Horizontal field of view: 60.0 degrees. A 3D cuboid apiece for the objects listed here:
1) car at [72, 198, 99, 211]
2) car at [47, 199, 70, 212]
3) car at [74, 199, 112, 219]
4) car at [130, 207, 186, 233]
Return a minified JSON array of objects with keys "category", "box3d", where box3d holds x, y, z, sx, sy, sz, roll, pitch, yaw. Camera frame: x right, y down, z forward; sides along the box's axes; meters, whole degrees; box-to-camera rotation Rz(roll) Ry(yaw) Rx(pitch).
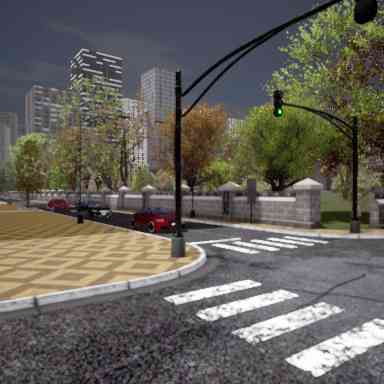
[{"category":"car","box3d":[-13.775,1.610,42.826,2.128,1.511,4.902,0,0,-34]},{"category":"car","box3d":[-16.707,1.588,41.498,1.882,1.535,5.008,0,0,-34]},{"category":"car","box3d":[-8.648,1.561,29.585,2.128,1.511,4.902,0,0,-34]},{"category":"car","box3d":[-2.138,1.599,19.990,1.994,1.385,4.181,0,0,-34]}]
